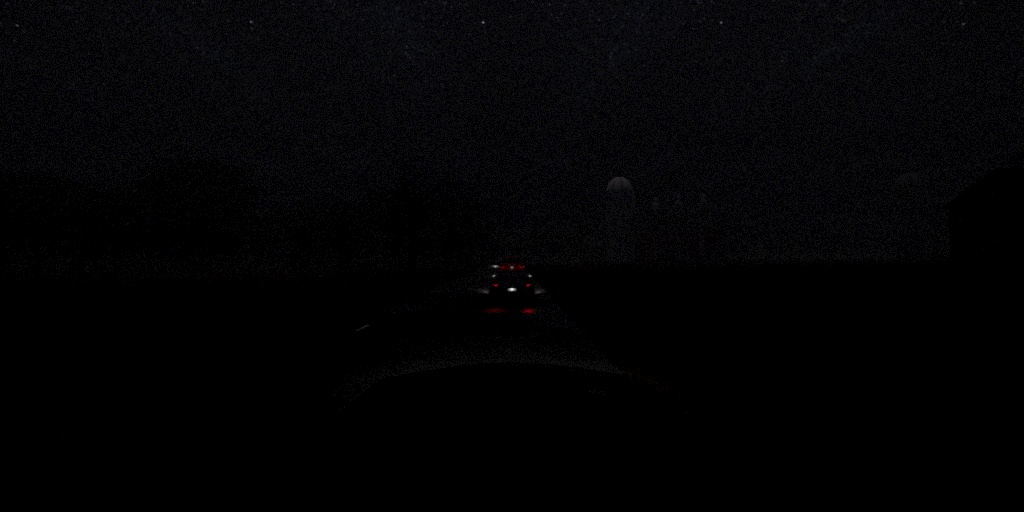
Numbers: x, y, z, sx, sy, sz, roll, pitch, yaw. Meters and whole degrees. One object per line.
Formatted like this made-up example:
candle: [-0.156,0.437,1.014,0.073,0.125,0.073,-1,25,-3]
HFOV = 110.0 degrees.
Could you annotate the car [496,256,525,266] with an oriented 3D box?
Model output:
car: [0.000,1.010,31.530,2.150,2.045,5.566,0,0,0]

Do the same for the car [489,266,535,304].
car: [0.000,1.324,16.500,1.994,1.385,4.181,0,0,0]
